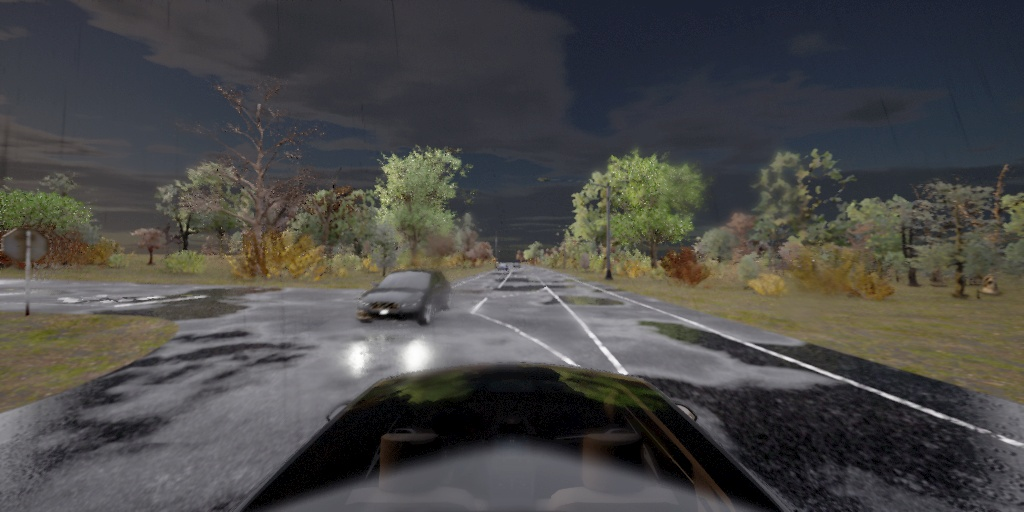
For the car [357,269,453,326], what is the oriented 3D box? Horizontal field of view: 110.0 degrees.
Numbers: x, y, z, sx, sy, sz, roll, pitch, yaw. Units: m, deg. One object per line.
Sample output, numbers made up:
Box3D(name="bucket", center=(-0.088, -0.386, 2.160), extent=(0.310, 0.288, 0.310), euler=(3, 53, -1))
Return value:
Box3D(name="car", center=(-3.130, 1.171, 11.408), extent=(1.837, 1.490, 4.892), euler=(1, -1, 2))
